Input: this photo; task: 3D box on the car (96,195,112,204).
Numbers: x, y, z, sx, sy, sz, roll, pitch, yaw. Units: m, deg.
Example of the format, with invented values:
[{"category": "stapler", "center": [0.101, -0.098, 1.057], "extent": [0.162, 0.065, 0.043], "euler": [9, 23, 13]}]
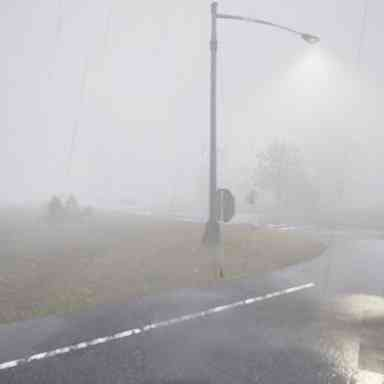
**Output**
[{"category": "car", "center": [-16.041, 1.262, 61.044], "extent": [2.097, 1.767, 4.553], "euler": [0, 0, -34]}]

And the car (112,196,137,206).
[{"category": "car", "center": [-10.337, 1.420, 52.523], "extent": [2.128, 1.511, 4.902], "euler": [0, 0, -33]}]
